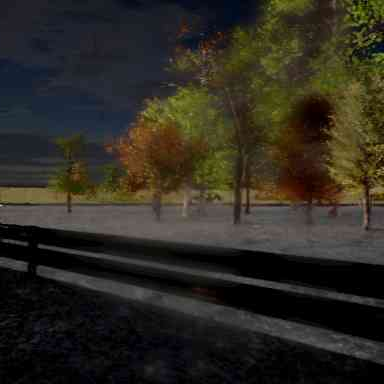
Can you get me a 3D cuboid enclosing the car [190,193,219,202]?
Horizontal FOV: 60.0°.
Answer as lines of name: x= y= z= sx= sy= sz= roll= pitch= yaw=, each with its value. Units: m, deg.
car: x=1.935 y=0.870 z=44.922 sx=4.892 sy=1.490 sz=1.837 roll=0 pitch=0 yaw=9
